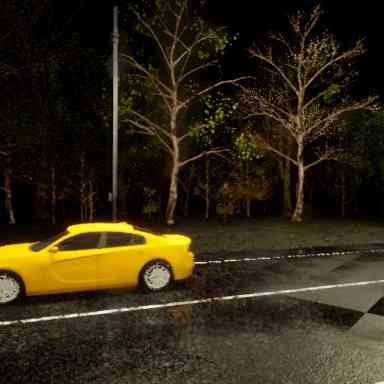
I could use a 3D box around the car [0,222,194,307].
[{"bbox_3d":[-2.431,1.495,7.828,5.008,1.535,1.882,0,0,-19],"label":"car"}]
